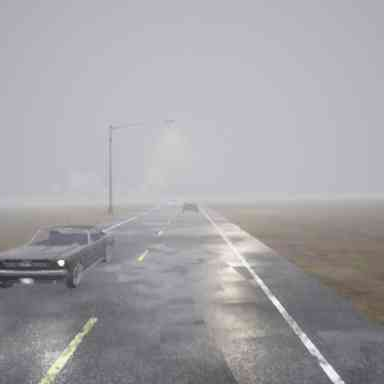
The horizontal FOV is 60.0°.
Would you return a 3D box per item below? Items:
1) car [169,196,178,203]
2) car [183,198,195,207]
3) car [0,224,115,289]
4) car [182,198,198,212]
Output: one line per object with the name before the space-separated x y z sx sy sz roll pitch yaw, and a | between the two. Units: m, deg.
car | -4.929 1.958 89.053 2.097 1.767 4.553 0 0 -2
car | -0.540 1.861 58.851 2.128 1.511 4.902 0 -1 -1
car | -3.623 1.655 9.496 1.895 1.301 4.718 0 0 0
car | -0.248 1.740 43.084 1.882 1.535 5.008 0 0 -1
